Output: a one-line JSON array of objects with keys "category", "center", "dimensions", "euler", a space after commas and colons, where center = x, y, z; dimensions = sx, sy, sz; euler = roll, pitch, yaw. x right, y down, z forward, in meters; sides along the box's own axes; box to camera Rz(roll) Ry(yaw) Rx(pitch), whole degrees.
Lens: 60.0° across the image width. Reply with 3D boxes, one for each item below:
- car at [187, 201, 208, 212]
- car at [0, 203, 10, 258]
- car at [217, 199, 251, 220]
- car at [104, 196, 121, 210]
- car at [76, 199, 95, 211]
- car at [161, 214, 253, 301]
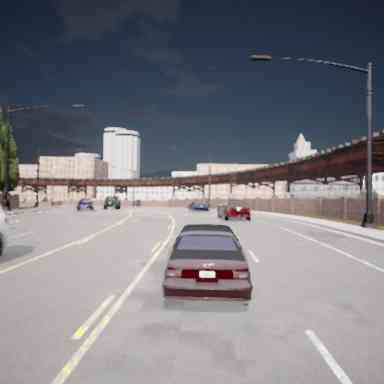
[{"category": "car", "center": [0.719, 1.860, 44.095], "dimensions": [1.994, 1.385, 4.181], "euler": [1, -2, -14]}, {"category": "car", "center": [-6.861, 1.100, 8.215], "dimensions": [2.150, 2.045, 5.566], "euler": [1, 0, 2]}, {"category": "car", "center": [3.442, 1.385, 28.088], "dimensions": [2.097, 1.767, 4.553], "euler": [1, 0, -6]}, {"category": "car", "center": [-11.861, 1.569, 49.418], "dimensions": [2.150, 2.045, 5.566], "euler": [1, -2, -18]}, {"category": "car", "center": [-13.112, 1.554, 41.037], "dimensions": [1.812, 1.442, 4.674], "euler": [1, -2, -14]}, {"category": "car", "center": [0.367, 1.530, 8.521], "dimensions": [2.033, 1.411, 5.357], "euler": [1, 0, 2]}]
